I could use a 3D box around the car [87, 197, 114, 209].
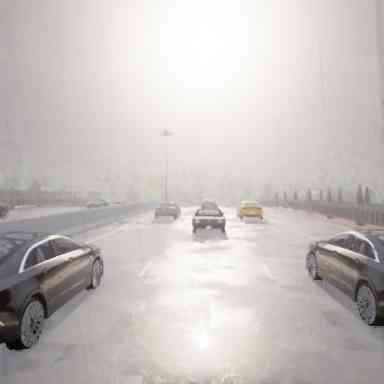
[{"bbox_3d":[-12.002,1.477,43.061,1.837,1.490,4.892,0,-1,3],"label":"car"}]

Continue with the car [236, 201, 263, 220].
[{"bbox_3d":[4.978,1.520,29.147,1.882,1.535,5.008,0,0,3],"label":"car"}]

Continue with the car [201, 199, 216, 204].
[{"bbox_3d":[2.090,1.601,41.392,1.994,1.385,4.181,0,0,3],"label":"car"}]

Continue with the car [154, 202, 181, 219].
[{"bbox_3d":[-2.042,1.557,28.923,2.033,1.411,5.357,0,0,3],"label":"car"}]

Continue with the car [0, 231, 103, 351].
[{"bbox_3d":[-3.125,1.481,6.185,2.128,1.511,4.902,0,0,2],"label":"car"}]

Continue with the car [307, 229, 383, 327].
[{"bbox_3d":[3.912,1.514,6.989,2.128,1.511,4.902,0,0,2],"label":"car"}]

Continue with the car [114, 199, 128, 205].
[{"bbox_3d":[-14.266,2.054,66.596,1.882,1.535,5.008,0,-5,3],"label":"car"}]

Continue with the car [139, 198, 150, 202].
[{"bbox_3d":[-7.805,1.803,55.987,1.812,1.442,4.674,0,-3,3],"label":"car"}]

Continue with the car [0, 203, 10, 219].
[{"bbox_3d":[-16.401,1.418,25.974,1.882,1.535,5.008,0,0,3],"label":"car"}]

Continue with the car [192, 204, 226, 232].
[{"bbox_3d":[1.021,1.619,20.164,1.895,1.301,4.718,0,0,3],"label":"car"}]
